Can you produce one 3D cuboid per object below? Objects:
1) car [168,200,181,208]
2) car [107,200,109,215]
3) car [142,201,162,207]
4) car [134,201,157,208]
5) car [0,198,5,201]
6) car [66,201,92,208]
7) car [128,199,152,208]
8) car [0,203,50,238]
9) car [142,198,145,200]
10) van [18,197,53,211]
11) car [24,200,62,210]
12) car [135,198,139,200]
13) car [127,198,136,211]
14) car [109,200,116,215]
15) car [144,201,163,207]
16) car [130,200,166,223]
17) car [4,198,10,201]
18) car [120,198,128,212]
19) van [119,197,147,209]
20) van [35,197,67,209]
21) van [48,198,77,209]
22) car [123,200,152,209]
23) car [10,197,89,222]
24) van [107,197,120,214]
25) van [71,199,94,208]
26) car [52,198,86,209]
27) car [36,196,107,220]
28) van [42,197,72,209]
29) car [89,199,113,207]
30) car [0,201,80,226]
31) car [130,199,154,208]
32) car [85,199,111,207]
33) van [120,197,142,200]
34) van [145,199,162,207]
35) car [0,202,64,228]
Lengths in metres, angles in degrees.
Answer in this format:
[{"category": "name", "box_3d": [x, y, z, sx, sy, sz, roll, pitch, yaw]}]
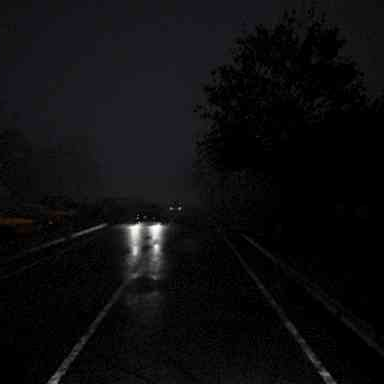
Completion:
[{"category": "car", "box_3d": [-3.295, 2.371, 68.096, 2.097, 1.767, 4.553, 0, -2, 0]}, {"category": "car", "box_3d": [-10.369, 1.671, 30.048, 4.792, 1.488, 2.163, 0, -1, 0]}, {"category": "car", "box_3d": [-10.302, 3.127, 85.531, 4.792, 1.488, 2.163, 0, -2, 0]}, {"category": "car", "box_3d": [-10.327, 2.730, 74.433, 4.892, 1.521, 2.231, 0, -2, 0]}, {"category": "car", "box_3d": [-23.413, 1.737, 35.669, 5.008, 1.535, 2.097, 0, -1, 0]}, {"category": "car", "box_3d": [-23.412, 2.588, 69.005, 4.674, 1.452, 2.002, 0, -2, 0]}, {"category": "car", "box_3d": [-10.303, 2.327, 66.113, 4.553, 1.767, 2.185, 0, -2, 0]}, {"category": "car", "box_3d": [-10.156, 1.451, 16.184, 5.366, 1.575, 1.946, 0, -1, 0]}, {"category": "car", "box_3d": [-10.366, 2.051, 52.260, 4.792, 1.488, 2.163, 0, -1, 0]}, {"category": "van", "box_3d": [-23.300, 1.751, 49.646, 4.442, 1.987, 1.878, 0, -1, 0]}, {"category": "car", "box_3d": [-23.421, 2.024, 52.412, 5.008, 1.535, 2.097, 0, -1, 0]}, {"category": "car", "box_3d": [-10.340, 1.967, 46.702, 4.674, 1.452, 2.002, 0, -1, 0]}, {"category": "car", "box_3d": [-10.308, 1.909, 43.925, 4.792, 1.488, 2.163, 0, -1, 0]}, {"category": "car", "box_3d": [-10.342, 1.729, 32.823, 4.674, 1.452, 2.002, 0, -1, 0]}, {"category": "car", "box_3d": [-10.302, 3.219, 88.305, 4.792, 1.488, 2.163, 0, -2, 0]}, {"category": "car", "box_3d": [-3.359, 1.607, 26.295, 1.837, 1.490, 4.892, 0, -1, 0]}, {"category": "car", "box_3d": [-23.413, 1.787, 38.564, 5.008, 1.535, 2.097, 0, -1, 0]}, {"category": "car", "box_3d": [-10.344, 1.784, 38.376, 5.008, 1.535, 2.097, 0, -1, 0]}, {"category": "van", "box_3d": [-10.219, 1.950, 57.792, 4.442, 1.987, 1.878, 0, -2, 0]}, {"category": "van", "box_3d": [-23.299, 1.859, 55.037, 4.442, 1.987, 1.878, 0, -1, 0]}, {"category": "van", "box_3d": [-23.532, 2.043, 60.582, 4.442, 1.987, 1.878, 0, -2, 0]}, {"category": "car", "box_3d": [-10.329, 2.360, 63.334, 5.008, 1.535, 2.097, 0, -2, 0]}, {"category": "car", "box_3d": [-10.372, 1.424, 24.503, 4.553, 1.767, 2.185, 0, -1, 0]}, {"category": "van", "box_3d": [-10.455, 1.511, 35.604, 4.442, 1.987, 1.878, 0, -1, 0]}, {"category": "van", "box_3d": [-23.530, 2.410, 71.657, 4.442, 1.987, 1.878, 0, -2, 0]}, {"category": "car", "box_3d": [-23.386, 2.109, 63.352, 5.566, 2.045, 2.435, 0, -2, 0]}, {"category": "car", "box_3d": [-10.312, 1.343, 27.277, 5.566, 2.045, 2.435, 0, -1, 0]}, {"category": "van", "box_3d": [-23.532, 1.955, 57.938, 4.442, 1.987, 1.878, 0, -2, 0]}, {"category": "car", "box_3d": [-23.383, 2.849, 85.627, 5.566, 2.045, 2.435, 0, -2, 0]}, {"category": "car", "box_3d": [-10.347, 1.509, 21.725, 5.008, 1.535, 2.097, 0, -1, 0]}, {"category": "car", "box_3d": [-10.303, 2.419, 68.888, 4.553, 1.767, 2.185, 0, -2, 0]}, {"category": "car", "box_3d": [-23.384, 2.757, 82.858, 5.566, 2.045, 2.435, 0, -2, 0]}, {"category": "van", "box_3d": [-10.220, 1.748, 49.483, 4.442, 1.987, 1.878, 0, -1, 0]}, {"category": "van", "box_3d": [-10.447, 3.056, 91.088, 4.442, 1.987, 1.878, 0, -2, 0]}, {"category": "car", "box_3d": [-10.347, 1.478, 18.953, 4.892, 1.521, 2.231, 0, -1, 0]}]
